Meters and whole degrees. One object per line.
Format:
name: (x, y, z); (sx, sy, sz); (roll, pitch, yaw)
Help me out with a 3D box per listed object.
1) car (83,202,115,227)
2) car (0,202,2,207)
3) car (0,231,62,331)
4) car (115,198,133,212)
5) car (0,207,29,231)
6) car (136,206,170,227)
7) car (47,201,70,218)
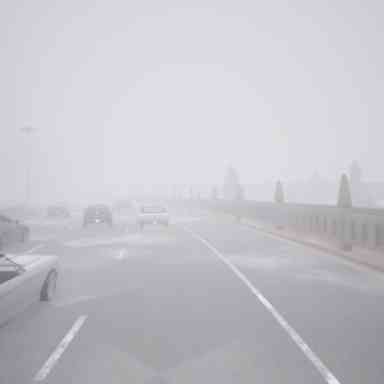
car: (-6.430, 1.538, 22.963); (1.837, 1.490, 4.892); (0, 0, -14)
car: (-30.369, 1.776, 51.063); (2.033, 1.411, 5.357); (-1, 0, -34)
car: (-3.712, 1.616, 5.274); (1.895, 1.301, 4.718); (0, 0, -3)
car: (-8.364, 1.545, 39.939); (1.837, 1.490, 4.892); (0, 0, -23)
car: (-8.079, 1.566, 13.188); (1.812, 1.442, 4.674); (0, 0, -8)
car: (-2.806, 1.612, 22.985); (1.895, 1.301, 4.718); (0, 0, -13)
car: (-12.427, 1.599, 31.053); (1.812, 1.442, 4.674); (0, 0, -19)
